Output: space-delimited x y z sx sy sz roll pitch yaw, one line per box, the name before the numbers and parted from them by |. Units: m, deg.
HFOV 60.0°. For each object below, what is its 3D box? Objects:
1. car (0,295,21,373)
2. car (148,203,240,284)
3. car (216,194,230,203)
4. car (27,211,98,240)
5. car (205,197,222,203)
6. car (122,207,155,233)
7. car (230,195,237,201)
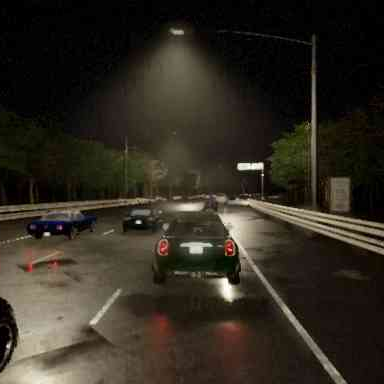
car | -3.355 1.565 2.864 1.994 1.385 4.181 0 0 0
car | 0.164 1.380 9.880 2.097 1.767 4.553 0 0 2
car | 6.084 1.404 68.110 2.150 2.045 5.566 0 0 10
car | -6.460 1.634 17.253 1.895 1.301 4.718 0 0 3
car | 2.455 1.670 42.866 2.033 1.411 5.357 0 0 6
car | -2.803 1.613 20.068 1.994 1.385 4.181 0 0 3
car | 11.461 1.704 93.744 1.882 1.535 5.008 0 0 14
